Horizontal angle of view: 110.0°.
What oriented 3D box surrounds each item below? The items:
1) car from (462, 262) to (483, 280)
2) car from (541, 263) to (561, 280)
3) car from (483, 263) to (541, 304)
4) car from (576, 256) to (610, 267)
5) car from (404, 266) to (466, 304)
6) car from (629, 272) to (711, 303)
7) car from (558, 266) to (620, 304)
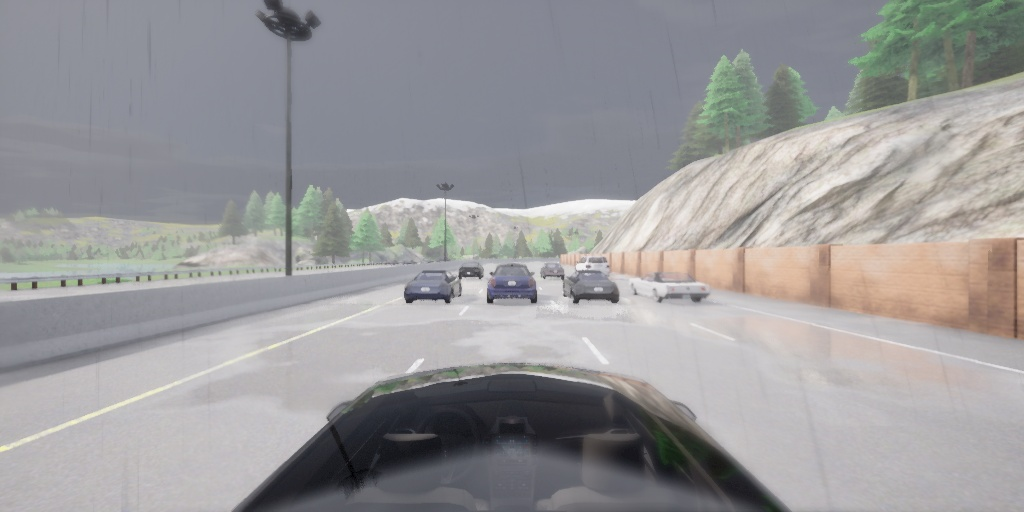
[{"bbox_3d":[-3.500,1.232,31.500,1.882,1.535,5.008,0,0,0],"label":"car"},{"bbox_3d":[3.500,1.311,31.500,2.033,1.411,5.357,0,0,0],"label":"car"},{"bbox_3d":[0.000,1.113,16.470,2.097,1.767,4.553,0,0,0],"label":"car"},{"bbox_3d":[7.000,1.005,31.530,2.150,2.045,5.566,0,0,0],"label":"car"},{"bbox_3d":[-3.500,1.319,16.500,1.994,1.385,4.181,0,0,0],"label":"car"},{"bbox_3d":[7.000,1.364,16.530,1.895,1.301,4.718,0,0,0],"label":"car"},{"bbox_3d":[3.500,1.320,16.500,1.994,1.385,4.181,0,0,0],"label":"car"}]
